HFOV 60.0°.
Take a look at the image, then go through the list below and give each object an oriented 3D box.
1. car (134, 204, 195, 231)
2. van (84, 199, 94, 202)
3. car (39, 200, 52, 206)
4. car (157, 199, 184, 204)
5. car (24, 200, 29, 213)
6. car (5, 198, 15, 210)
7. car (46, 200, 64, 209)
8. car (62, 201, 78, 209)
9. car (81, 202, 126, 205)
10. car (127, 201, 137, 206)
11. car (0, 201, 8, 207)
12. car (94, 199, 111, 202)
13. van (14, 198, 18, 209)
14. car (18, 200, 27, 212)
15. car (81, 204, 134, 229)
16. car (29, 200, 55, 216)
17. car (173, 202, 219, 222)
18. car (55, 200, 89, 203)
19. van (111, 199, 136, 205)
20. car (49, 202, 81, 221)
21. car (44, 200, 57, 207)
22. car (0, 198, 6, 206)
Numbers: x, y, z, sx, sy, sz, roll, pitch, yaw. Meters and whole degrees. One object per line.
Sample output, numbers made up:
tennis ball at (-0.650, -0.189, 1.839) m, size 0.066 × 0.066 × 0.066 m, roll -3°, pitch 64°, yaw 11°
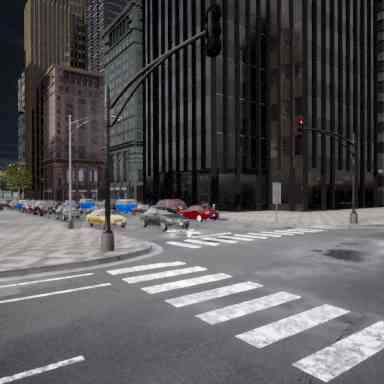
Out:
car at (-2.019, 1.782, 22.954) m, size 1.812 × 1.442 × 4.674 m, roll 0°, pitch -1°, yaw -34°
van at (-17.174, 2.037, 54.318) m, size 1.690 × 1.788 × 3.998 m, roll -1°, pitch 0°, yaw -35°
car at (-34.893, 2.659, 79.106) m, size 1.947 × 1.339 × 4.313 m, roll -1°, pitch 0°, yaw -35°
car at (-2.430, 1.668, 33.593) m, size 2.192 × 1.841 × 5.009 m, roll -1°, pitch 0°, yaw -35°
car at (-20.609, 2.195, 44.394) m, size 1.887 × 1.381 × 4.507 m, roll -1°, pitch 0°, yaw -35°
car at (-32.062, 2.353, 60.451) m, size 1.967 × 1.590 × 4.097 m, roll -1°, pitch 0°, yaw -35°
car at (-25.072, 2.315, 60.756) m, size 1.882 × 1.535 × 5.008 m, roll 0°, pitch -1°, yaw -35°
car at (-22.810, 2.406, 62.163) m, size 1.802 × 1.307 × 4.206 m, roll -1°, pitch 0°, yaw -35°
car at (-8.721, 1.960, 32.328) m, size 2.033 × 1.411 × 5.357 m, roll 0°, pitch -1°, yaw -35°
car at (-5.373, 2.004, 37.738) m, size 1.802 × 1.307 × 4.206 m, roll -1°, pitch 0°, yaw -35°
car at (-44.549, 2.770, 77.963) m, size 1.802 × 1.307 × 4.206 m, roll -1°, pitch 0°, yaw -35°
car at (-11.277, 1.874, 46.028) m, size 2.192 × 1.841 × 5.009 m, roll -1°, pitch 0°, yaw -35°
van at (-26.287, 2.122, 52.350) m, size 1.690 × 1.788 × 3.998 m, roll -1°, pitch 0°, yaw -35°
car at (-23.448, 2.156, 48.372) m, size 1.967 × 1.590 × 4.097 m, roll -1°, pitch 0°, yaw -35°
car at (-6.327, 1.843, 24.366) m, size 1.752 × 1.417 × 4.829 m, roll -1°, pitch 0°, yaw -35°
car at (-17.777, 1.900, 40.416) m, size 2.192 × 1.841 × 5.009 m, roll -1°, pitch 0°, yaw -35°
car at (0.524, 1.828, 29.447) m, size 1.887 × 1.381 × 4.507 m, roll -1°, pitch 0°, yaw -35°
car at (-14.933, 2.105, 41.058) m, size 2.033 × 1.411 × 5.357 m, roll 0°, pitch -1°, yaw -35°
van at (-8.328, 1.832, 41.883) m, size 1.690 × 1.788 × 3.998 m, roll -1°, pitch 0°, yaw -35°
car at (-12.098, 2.004, 32.460) m, size 2.008 × 1.369 × 4.403 m, roll -1°, pitch 0°, yaw -35°
car at (-31.871, 2.594, 74.869) m, size 1.947 × 1.339 × 4.313 m, roll -1°, pitch 0°, yaw -35°
car at (-41.428, 2.666, 73.586) m, size 1.887 × 1.381 × 4.507 m, roll -1°, pitch 0°, yaw -35°
